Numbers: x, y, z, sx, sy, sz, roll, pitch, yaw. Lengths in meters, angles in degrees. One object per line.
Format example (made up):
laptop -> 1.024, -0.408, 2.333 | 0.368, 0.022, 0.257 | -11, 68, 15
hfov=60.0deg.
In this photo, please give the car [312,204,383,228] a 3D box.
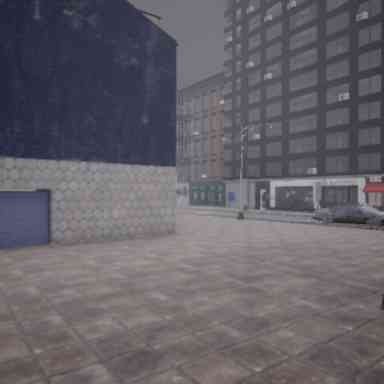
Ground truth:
car -> 10.401, 1.484, 21.255 | 2.033, 1.411, 5.357 | 0, 0, -36
